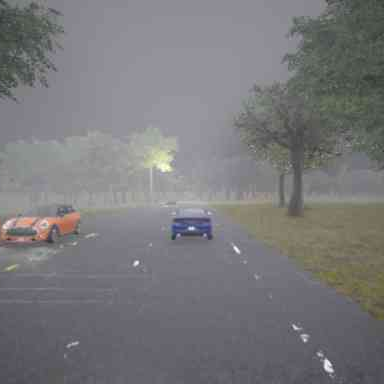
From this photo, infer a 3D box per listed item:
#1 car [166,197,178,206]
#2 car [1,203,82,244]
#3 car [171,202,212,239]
[{"bbox_3d":[-3.540,1.683,58.370,1.837,1.490,4.892,0,0,0],"label":"car"},{"bbox_3d":[-6.922,1.363,15.806,2.097,1.767,4.553,0,0,1],"label":"car"},{"bbox_3d":[-0.010,1.484,17.250,1.882,1.535,5.008,0,0,0],"label":"car"}]
